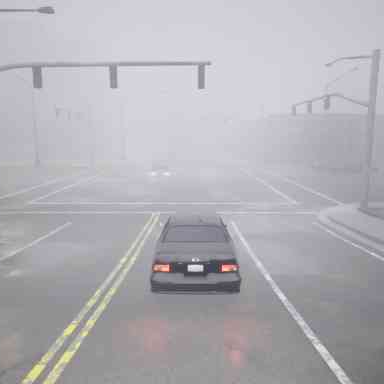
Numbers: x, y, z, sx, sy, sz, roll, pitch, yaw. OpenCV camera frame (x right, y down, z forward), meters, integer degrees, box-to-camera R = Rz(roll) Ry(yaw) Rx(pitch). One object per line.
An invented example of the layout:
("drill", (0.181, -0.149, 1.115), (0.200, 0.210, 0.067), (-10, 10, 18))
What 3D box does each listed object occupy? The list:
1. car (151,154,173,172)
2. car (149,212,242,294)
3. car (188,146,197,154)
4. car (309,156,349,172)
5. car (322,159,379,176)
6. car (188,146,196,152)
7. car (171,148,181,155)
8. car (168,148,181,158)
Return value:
("car", (-3.589, -3.261, 38.816), (1.812, 1.442, 4.674), (0, 9, 0))
("car", (0.076, 1.216, 8.422), (2.033, 1.411, 5.357), (0, 4, 0))
("car", (0.023, -10.330, 81.110), (2.097, 1.767, 4.553), (0, 9, 0))
("car", (15.564, -3.199, 37.354), (4.553, 1.767, 2.097), (0, 9, 0))
("car", (16.258, -2.391, 33.940), (4.718, 1.301, 1.895), (0, 9, -1))
("car", (0.025, -11.818, 91.168), (1.994, 1.385, 4.181), (0, 9, 0))
("car", (-3.479, -8.973, 73.723), (1.837, 1.490, 4.892), (0, 9, 0))
("car", (-3.536, -7.185, 63.041), (2.033, 1.411, 5.357), (0, 9, 0))
